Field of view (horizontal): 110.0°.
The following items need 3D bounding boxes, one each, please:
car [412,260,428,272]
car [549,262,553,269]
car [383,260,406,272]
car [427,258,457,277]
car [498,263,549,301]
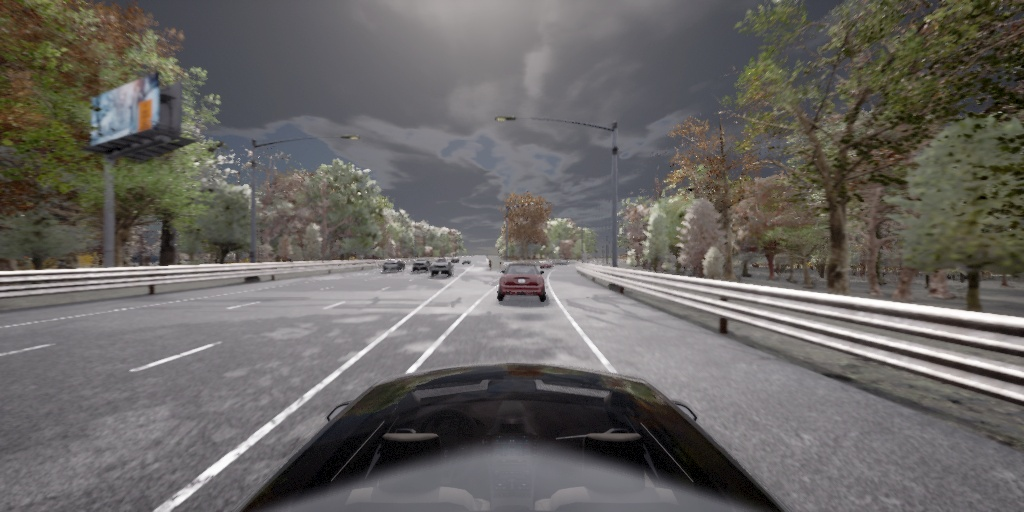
[{"bbox_3d":[-10.933,1.211,43.985,1.837,1.490,4.892,0,0,-4],"label":"car"},{"bbox_3d":[6.282,1.642,64.020,1.895,1.301,4.718,0,0,11],"label":"car"},{"bbox_3d":[-14.454,1.178,44.162,2.128,1.511,4.902,0,0,-4],"label":"car"},{"bbox_3d":[-6.778,1.232,35.298,1.837,1.490,4.892,0,0,-4],"label":"car"},{"bbox_3d":[0.534,1.117,17.807,2.097,1.767,4.553,1,0,3],"label":"car"}]
